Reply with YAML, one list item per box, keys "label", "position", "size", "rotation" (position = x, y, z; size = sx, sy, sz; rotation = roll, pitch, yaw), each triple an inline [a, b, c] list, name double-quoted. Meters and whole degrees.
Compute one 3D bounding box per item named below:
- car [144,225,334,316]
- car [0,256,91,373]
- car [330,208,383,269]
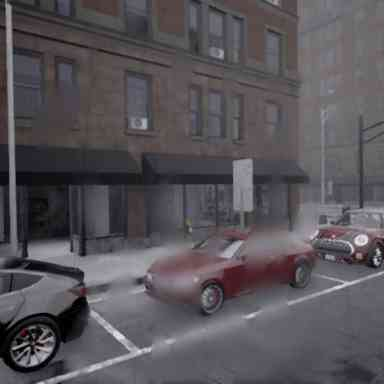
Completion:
- label: "car"
  position: [1.008, 1.502, 7.265]
  size: [4.206, 1.307, 1.802]
  rotation: [-1, 1, -36]
- label: "car"
  position: [-3.464, 1.575, 4.062]
  size: [4.313, 1.339, 1.947]
  rotation: [-1, 1, -36]
- label: "car"
  position: [5.478, 1.271, 10.467]
  size: [4.097, 1.590, 1.967]
  rotation: [-1, 1, -36]
